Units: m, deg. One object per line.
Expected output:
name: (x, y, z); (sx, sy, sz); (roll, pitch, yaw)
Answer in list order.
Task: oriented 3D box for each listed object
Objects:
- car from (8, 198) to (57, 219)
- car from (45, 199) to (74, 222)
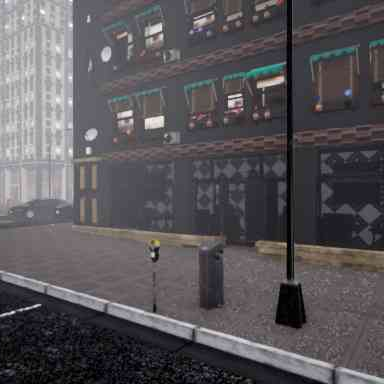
car: (-11.914, 1.238, 26.410); (1.837, 1.490, 4.892); (0, 1, 35)
car: (-7.349, 1.279, 22.815); (1.947, 1.339, 4.313); (1, 1, 35)
